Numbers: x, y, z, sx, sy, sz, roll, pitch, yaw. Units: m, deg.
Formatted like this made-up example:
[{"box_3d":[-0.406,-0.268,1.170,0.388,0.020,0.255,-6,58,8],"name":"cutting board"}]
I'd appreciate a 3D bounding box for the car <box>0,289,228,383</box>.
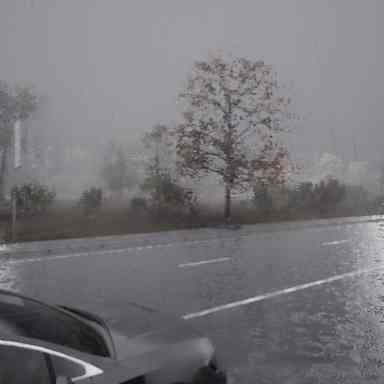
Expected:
[{"box_3d":[-1.919,1.501,2.372,4.892,1.490,1.837,0,0,-35],"name":"car"}]
